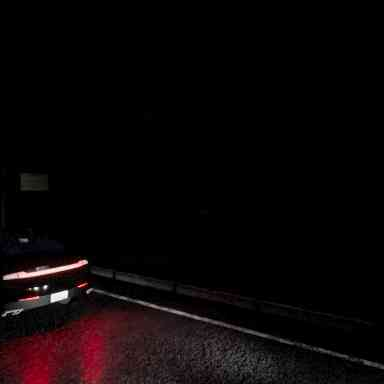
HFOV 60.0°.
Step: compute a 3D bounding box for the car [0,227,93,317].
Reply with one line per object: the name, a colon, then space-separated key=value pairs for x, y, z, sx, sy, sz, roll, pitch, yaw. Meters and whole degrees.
car: x=-4.105 y=1.492 z=6.899 sx=4.902 sy=1.511 sz=2.128 roll=0 pitch=0 yaw=37
